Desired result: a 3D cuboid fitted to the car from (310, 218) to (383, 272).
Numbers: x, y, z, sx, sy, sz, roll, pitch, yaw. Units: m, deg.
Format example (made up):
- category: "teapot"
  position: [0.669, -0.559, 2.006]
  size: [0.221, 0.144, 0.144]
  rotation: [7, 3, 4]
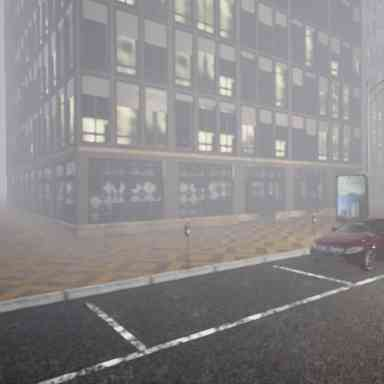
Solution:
- category: "car"
  position: [5.499, 1.504, 10.476]
  size: [4.206, 1.307, 1.802]
  rotation: [-1, 0, -35]
